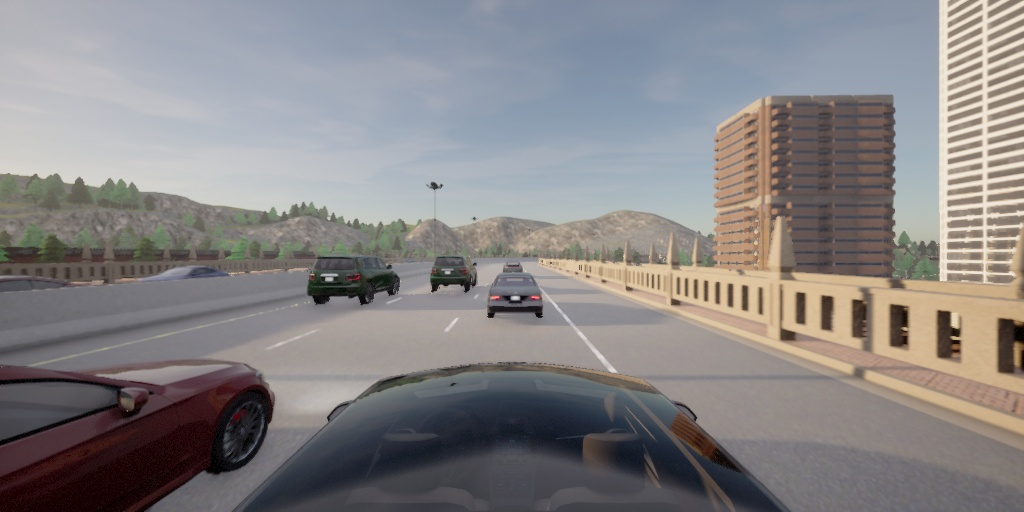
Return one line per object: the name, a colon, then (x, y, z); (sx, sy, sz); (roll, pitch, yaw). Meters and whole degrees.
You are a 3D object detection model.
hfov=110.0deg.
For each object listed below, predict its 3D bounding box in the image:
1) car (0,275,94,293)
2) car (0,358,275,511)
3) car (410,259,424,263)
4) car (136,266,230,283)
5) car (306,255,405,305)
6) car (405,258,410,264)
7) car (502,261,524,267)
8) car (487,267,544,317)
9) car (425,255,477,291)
car: (-14.087, 1.273, 9.583); (1.812, 1.442, 4.674); (0, 0, 0)
car: (-3.414, 1.276, 1.840); (1.812, 1.442, 4.674); (0, 0, 0)
car: (-14.012, 1.302, 56.291); (1.994, 1.385, 4.181); (0, 0, 0)
car: (-17.587, 1.271, 19.440); (1.812, 1.442, 4.674); (0, 0, 0)
car: (-6.903, 0.967, 16.234); (2.150, 2.045, 5.566); (0, 0, 0)
car: (-17.511, 1.003, 60.896); (1.994, 1.385, 4.181); (0, 0, 0)
car: (0.093, 1.232, 34.606); (2.128, 1.511, 4.902); (0, 0, 0)
car: (0.098, 1.294, 13.126); (2.033, 1.411, 5.357); (0, 0, 0)
car: (-3.404, 0.966, 21.685); (2.150, 2.045, 5.566); (0, 0, 0)
